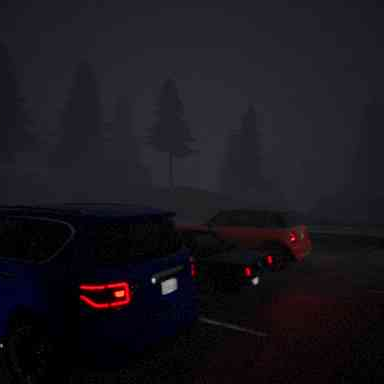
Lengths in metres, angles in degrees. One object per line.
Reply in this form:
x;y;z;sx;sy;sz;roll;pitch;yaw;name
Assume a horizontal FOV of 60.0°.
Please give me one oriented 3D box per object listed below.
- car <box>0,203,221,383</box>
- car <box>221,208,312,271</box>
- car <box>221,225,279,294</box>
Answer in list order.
-2.555;1.200;5.332;5.566;2.045;2.150;0;0;31;car
1.458;1.315;10.948;4.553;1.767;2.097;0;0;32;car
-0.534;1.571;8.166;4.718;1.301;1.895;0;0;31;car
